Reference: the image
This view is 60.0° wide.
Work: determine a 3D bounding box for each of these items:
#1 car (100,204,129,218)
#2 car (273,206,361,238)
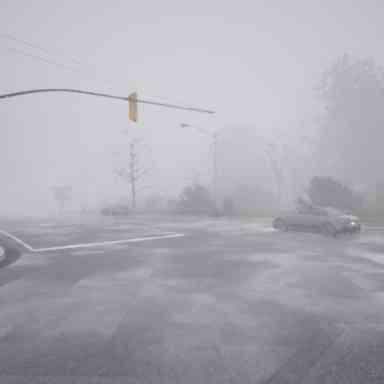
[{"bbox_3d":[-8.892,2.134,37.876,2.128,1.511,4.902,-1,-3,-35],"label":"car"},{"bbox_3d":[6.143,1.411,16.755,1.994,1.385,4.181,-1,0,-35],"label":"car"}]
